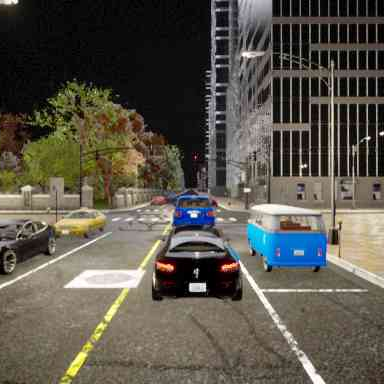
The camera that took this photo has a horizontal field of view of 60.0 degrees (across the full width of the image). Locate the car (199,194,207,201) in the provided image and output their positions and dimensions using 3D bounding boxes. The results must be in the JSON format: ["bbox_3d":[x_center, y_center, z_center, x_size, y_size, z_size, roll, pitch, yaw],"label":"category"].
[{"bbox_3d":[2.667,1.377,82.673,1.967,1.590,4.097,0,0,0],"label":"car"}]

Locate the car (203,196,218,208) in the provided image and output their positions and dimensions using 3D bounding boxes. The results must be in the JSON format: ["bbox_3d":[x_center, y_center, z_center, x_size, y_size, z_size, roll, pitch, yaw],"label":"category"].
[{"bbox_3d":[2.678,1.409,48.587,1.967,1.590,4.097,0,0,0],"label":"car"}]

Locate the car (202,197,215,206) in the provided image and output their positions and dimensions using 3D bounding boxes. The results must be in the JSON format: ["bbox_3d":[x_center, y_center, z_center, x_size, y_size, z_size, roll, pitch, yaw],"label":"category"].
[{"bbox_3d":[2.675,1.531,54.268,1.947,1.339,4.313,0,0,0],"label":"car"}]

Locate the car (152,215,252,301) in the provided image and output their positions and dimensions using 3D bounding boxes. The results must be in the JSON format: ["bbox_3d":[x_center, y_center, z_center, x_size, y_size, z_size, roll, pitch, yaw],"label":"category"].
[{"bbox_3d":[0.100,1.522,8.186,1.812,1.442,4.674,0,0,0],"label":"car"}]

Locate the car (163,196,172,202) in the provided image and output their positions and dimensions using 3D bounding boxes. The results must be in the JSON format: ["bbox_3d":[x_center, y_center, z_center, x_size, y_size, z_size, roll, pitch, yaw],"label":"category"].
[{"bbox_3d":[-5.713,1.527,76.993,1.802,1.307,4.206,0,0,0],"label":"car"}]

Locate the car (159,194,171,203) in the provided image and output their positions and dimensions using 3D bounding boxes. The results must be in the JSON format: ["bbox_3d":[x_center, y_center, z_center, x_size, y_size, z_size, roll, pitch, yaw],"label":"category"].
[{"bbox_3d":[-5.710,1.267,71.311,2.192,1.841,5.009,0,0,0],"label":"car"}]

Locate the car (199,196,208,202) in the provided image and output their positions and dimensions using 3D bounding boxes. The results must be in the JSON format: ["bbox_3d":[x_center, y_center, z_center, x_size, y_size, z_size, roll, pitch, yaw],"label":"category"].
[{"bbox_3d":[2.668,1.511,76.992,1.947,1.339,4.313,0,0,0],"label":"car"}]

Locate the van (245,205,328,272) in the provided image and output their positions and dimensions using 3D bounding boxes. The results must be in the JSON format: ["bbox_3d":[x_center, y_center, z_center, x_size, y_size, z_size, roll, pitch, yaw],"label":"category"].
[{"bbox_3d":[2.772,1.336,10.462,1.690,1.788,3.998,0,0,0],"label":"van"}]

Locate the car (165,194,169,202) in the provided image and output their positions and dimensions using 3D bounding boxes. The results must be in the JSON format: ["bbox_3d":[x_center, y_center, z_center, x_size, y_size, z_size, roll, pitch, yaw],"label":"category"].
[{"bbox_3d":[-5.707,1.512,59.945,2.008,1.369,4.403,0,0,0],"label":"car"}]

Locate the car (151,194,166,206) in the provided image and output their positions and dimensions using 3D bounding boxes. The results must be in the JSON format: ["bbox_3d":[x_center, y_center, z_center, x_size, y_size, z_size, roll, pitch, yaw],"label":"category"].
[{"bbox_3d":[-5.705,1.510,54.262,1.887,1.381,4.507,0,0,0],"label":"car"}]

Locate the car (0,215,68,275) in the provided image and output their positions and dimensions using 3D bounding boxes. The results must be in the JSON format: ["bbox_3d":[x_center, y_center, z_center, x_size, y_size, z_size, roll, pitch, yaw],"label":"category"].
[{"bbox_3d":[-5.772,1.561,10.458,1.947,1.339,4.313,0,0,0],"label":"car"}]

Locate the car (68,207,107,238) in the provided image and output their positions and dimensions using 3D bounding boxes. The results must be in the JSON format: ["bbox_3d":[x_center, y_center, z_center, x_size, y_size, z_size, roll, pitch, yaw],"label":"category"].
[{"bbox_3d":[-5.823,1.515,17.692,1.752,1.417,4.829,0,0,0],"label":"car"}]

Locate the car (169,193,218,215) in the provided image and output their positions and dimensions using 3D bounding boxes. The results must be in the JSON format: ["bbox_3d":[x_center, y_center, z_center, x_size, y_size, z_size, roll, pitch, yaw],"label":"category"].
[{"bbox_3d":[0.095,1.211,18.536,2.150,2.045,5.566,0,0,0],"label":"car"}]
